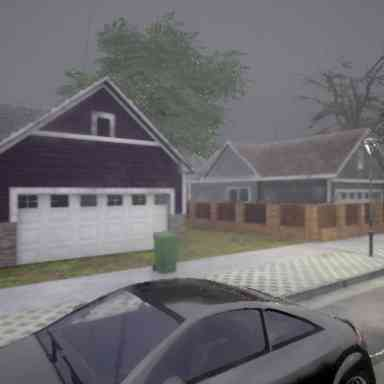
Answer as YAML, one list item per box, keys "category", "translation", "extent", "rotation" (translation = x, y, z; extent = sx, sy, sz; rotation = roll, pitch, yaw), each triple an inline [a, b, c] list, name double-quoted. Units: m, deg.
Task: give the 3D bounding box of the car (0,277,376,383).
- category: "car"
  translation: [-0.271, 1.559, 2.867]
  extent: [4.181, 1.385, 1.994]
  rotation: [0, 0, -35]
